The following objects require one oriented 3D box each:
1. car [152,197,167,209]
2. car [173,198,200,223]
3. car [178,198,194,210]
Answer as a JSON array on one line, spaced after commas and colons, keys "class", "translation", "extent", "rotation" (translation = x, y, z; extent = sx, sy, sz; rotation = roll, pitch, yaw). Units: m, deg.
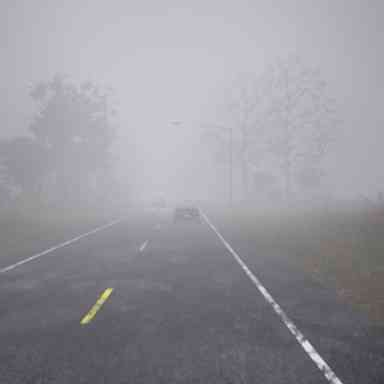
[{"class": "car", "translation": [-4.446, 1.427, 45.868], "extent": [1.882, 1.535, 5.008], "rotation": [0, 0, -1]}, {"class": "car", "translation": [-0.409, 1.451, 24.994], "extent": [1.882, 1.535, 5.008], "rotation": [0, 0, -1]}, {"class": "car", "translation": [-0.796, 1.506, 43.311], "extent": [1.994, 1.385, 4.181], "rotation": [0, 0, -1]}]
